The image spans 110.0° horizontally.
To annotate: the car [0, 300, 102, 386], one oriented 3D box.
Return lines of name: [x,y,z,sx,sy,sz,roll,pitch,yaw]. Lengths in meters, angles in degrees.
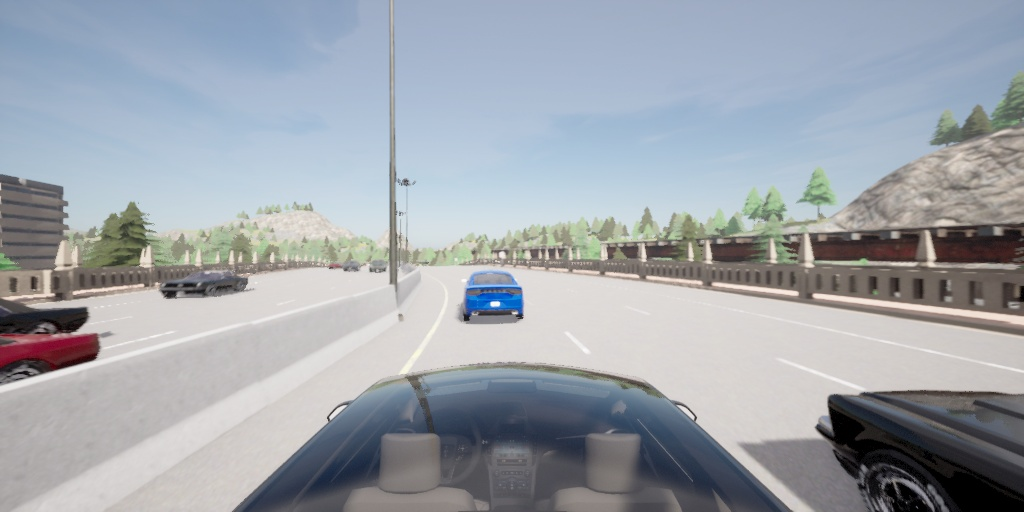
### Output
car: [-7.210,1.383,3.238,1.895,1.301,4.718,0,0,-2]

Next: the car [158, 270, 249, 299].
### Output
car: [-16.180,1.456,19.130,1.895,1.301,4.718,0,0,-13]

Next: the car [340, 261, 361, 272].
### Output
car: [-21.826,1.416,48.976,1.837,1.490,4.892,0,0,-18]

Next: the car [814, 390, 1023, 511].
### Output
car: [3.497,1.337,0.866,1.895,1.301,4.718,0,0,0]

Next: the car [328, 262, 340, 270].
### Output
car: [-28.639,1.560,58.502,1.895,1.301,4.718,0,0,-18]

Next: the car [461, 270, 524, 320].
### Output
car: [-0.767,1.234,12.776,1.882,1.535,5.008,0,0,-7]

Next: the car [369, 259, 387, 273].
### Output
car: [-17.315,1.228,46.487,2.097,1.767,4.553,0,0,-18]

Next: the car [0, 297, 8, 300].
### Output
car: [-10.842,1.404,6.212,1.895,1.301,4.718,0,0,-4]
